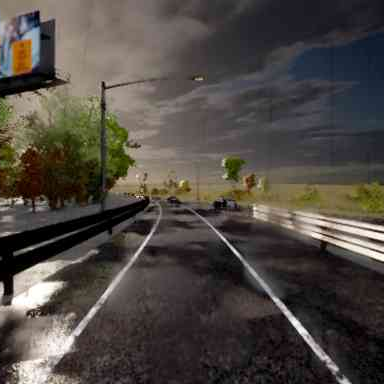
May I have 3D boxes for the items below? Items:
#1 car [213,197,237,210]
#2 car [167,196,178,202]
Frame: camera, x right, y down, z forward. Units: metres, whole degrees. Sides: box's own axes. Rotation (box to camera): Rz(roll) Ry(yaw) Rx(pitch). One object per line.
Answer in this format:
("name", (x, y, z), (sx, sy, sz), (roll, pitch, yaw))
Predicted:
("car", (4.104, 1.424, 41.726), (2.128, 1.511, 4.902), (0, 0, -15))
("car", (-4.336, 1.529, 73.692), (1.994, 1.385, 4.181), (0, 0, -15))
